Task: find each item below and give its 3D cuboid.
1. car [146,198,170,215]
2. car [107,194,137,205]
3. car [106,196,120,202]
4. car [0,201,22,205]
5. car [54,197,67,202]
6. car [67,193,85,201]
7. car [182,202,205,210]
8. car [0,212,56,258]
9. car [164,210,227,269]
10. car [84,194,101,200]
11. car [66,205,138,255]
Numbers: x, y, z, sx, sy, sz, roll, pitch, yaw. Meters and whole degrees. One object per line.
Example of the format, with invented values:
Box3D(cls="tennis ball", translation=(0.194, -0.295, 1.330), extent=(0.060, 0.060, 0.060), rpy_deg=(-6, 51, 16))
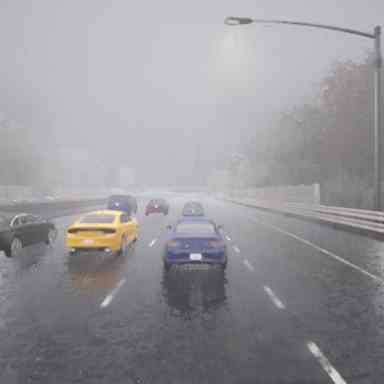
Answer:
Box3D(cls="car", translation=(-3.404, 1.391, 33.878), extent=(2.097, 1.767, 4.553), rpy_deg=(0, 0, 0))
Box3D(cls="car", translation=(-6.904, 1.260, 33.359), extent=(2.150, 2.045, 5.566), rpy_deg=(0, 0, 0))
Box3D(cls="car", translation=(-17.506, 1.581, 73.831), extent=(1.895, 1.301, 4.718), rpy_deg=(0, 0, 0))
Box3D(cls="car", translation=(-17.600, 1.582, 31.776), extent=(2.033, 1.411, 5.357), rpy_deg=(0, 0, 0))
Box3D(cls="car", translation=(-28.006, 1.666, 71.605), extent=(1.895, 1.301, 4.718), rpy_deg=(0, 0, 0))
Box3D(cls="car", translation=(-24.506, 1.297, 72.023), extent=(2.150, 2.045, 5.566), rpy_deg=(0, 0, 0))
Box3D(cls="car", translation=(0.098, 1.578, 28.597), extent=(2.033, 1.411, 5.357), rpy_deg=(0, 0, 0))
Box3D(cls="car", translation=(-6.900, 1.501, 12.767), extent=(2.128, 1.511, 4.902), rpy_deg=(0, 0, 0))
Box3D(cls="car", translation=(0.099, 1.534, 11.012), extent=(1.812, 1.442, 4.674), rpy_deg=(0, 0, 0))
Box3D(cls="car", translation=(-21.006, 1.597, 72.052), extent=(2.128, 1.511, 4.902), rpy_deg=(0, 0, 0))
Box3D(cls="car", translation=(-3.400, 1.488, 13.459), extent=(1.882, 1.535, 5.008), rpy_deg=(0, 0, 0))
